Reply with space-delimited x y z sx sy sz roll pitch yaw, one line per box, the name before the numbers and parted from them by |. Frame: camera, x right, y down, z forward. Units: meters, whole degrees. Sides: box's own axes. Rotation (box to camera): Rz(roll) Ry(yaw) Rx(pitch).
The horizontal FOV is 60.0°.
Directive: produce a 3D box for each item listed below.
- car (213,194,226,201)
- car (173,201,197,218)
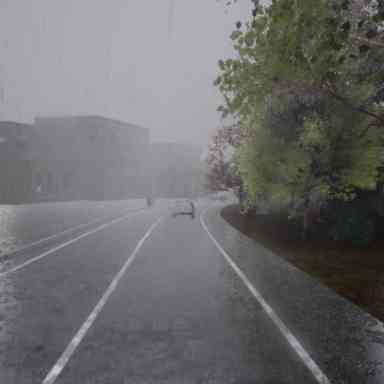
car | 5.905 1.173 73.407 2.033 1.411 5.357 2 1 23
car | -0.628 1.460 29.199 2.033 1.411 5.357 0 0 2
